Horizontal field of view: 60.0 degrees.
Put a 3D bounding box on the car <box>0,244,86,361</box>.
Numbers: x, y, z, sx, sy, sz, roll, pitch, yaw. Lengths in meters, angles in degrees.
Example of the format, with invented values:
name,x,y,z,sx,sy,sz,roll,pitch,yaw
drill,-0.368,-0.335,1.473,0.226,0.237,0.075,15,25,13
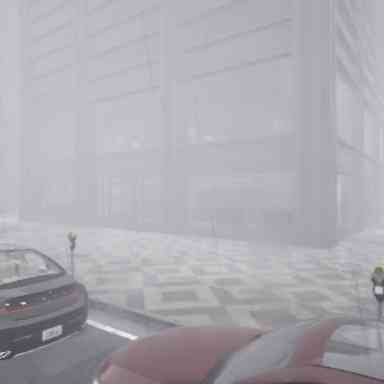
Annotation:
name,x,y,z,sx,sy,sz,roll,pitch,yaw
car,-3.547,1.550,5.494,4.403,1.369,2.008,0,0,35

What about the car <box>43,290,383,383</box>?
name,x,y,z,sx,sy,sz,roll,pitch,yaw
car,1.044,1.582,2.222,4.206,1.307,1.802,0,0,35
